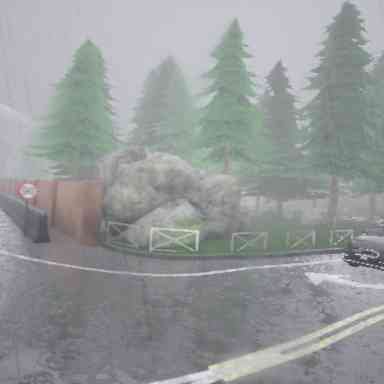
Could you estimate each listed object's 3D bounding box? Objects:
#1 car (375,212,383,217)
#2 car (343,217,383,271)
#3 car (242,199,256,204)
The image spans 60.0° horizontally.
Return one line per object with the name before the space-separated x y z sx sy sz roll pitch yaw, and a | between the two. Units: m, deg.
car | 26.220 3.055 43.442 1.837 1.490 4.892 3 0 -34
car | 6.857 1.722 10.664 4.892 1.490 1.837 4 0 -33
car | 10.664 2.092 61.827 1.837 1.490 4.892 3 0 -27
